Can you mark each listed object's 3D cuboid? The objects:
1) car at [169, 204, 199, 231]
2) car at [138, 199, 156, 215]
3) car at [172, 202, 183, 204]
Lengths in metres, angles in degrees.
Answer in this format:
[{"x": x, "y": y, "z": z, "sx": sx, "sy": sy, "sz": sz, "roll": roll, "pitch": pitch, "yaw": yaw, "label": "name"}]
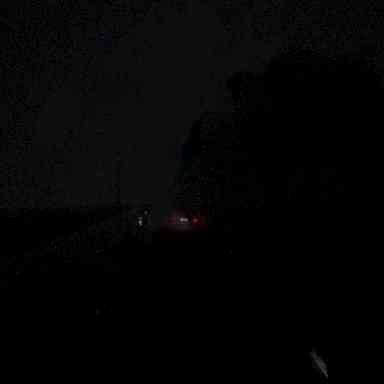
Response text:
[{"x": -0.505, "y": 1.786, "z": 22.592, "sx": 2.033, "sy": 1.411, "sz": 5.357, "roll": 0, "pitch": 0, "yaw": -3, "label": "car"}, {"x": -5.307, "y": 1.919, "z": 39.424, "sx": 2.033, "sy": 1.411, "sz": 5.357, "roll": 0, "pitch": 0, "yaw": -5, "label": "car"}, {"x": -1.783, "y": 1.945, "z": 41.417, "sx": 2.033, "sy": 1.411, "sz": 5.357, "roll": 0, "pitch": 0, "yaw": -5, "label": "car"}]
